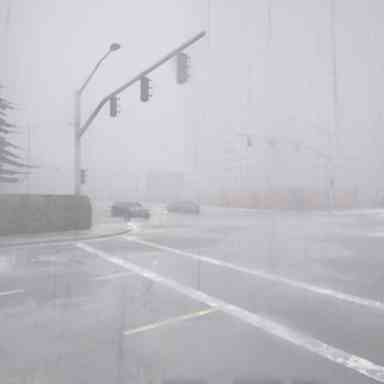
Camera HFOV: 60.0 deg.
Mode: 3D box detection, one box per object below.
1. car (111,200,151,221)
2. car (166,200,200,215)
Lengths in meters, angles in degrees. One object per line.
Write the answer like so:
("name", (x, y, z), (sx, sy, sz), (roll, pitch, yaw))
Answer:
("car", (-5.108, 1.467, 27.225), (1.837, 1.490, 4.892), (0, 0, -35))
("car", (-0.986, 1.504, 33.798), (1.994, 1.385, 4.181), (0, 0, -35))
